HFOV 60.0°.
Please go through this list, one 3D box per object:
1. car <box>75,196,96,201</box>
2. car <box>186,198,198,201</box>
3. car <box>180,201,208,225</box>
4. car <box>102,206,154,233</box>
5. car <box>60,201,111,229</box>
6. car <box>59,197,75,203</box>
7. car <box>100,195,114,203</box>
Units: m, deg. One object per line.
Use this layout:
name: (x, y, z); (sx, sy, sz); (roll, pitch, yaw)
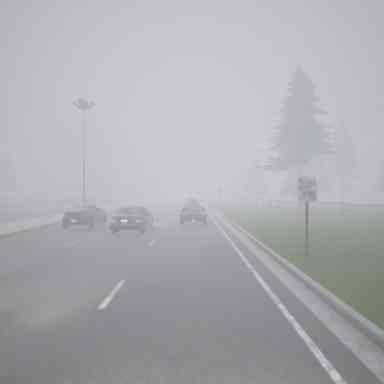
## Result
car: (-19.063, 1.478, 60.988); (2.128, 1.511, 4.902); (0, 0, -1)
car: (-0.006, 1.488, 41.728); (1.837, 1.490, 4.892); (0, 0, -1)
car: (0.103, 1.591, 24.168); (1.895, 1.301, 4.718); (0, 0, 0)
car: (-3.397, 1.539, 19.541); (2.033, 1.411, 5.357); (0, 0, 0)
car: (-6.897, 1.516, 21.634); (1.812, 1.442, 4.674); (0, 0, 0)
car: (-22.562, 1.533, 60.900); (2.033, 1.411, 5.357); (0, 0, -1)
car: (-15.565, 1.257, 61.083); (1.882, 1.535, 5.008); (0, 0, -1)
